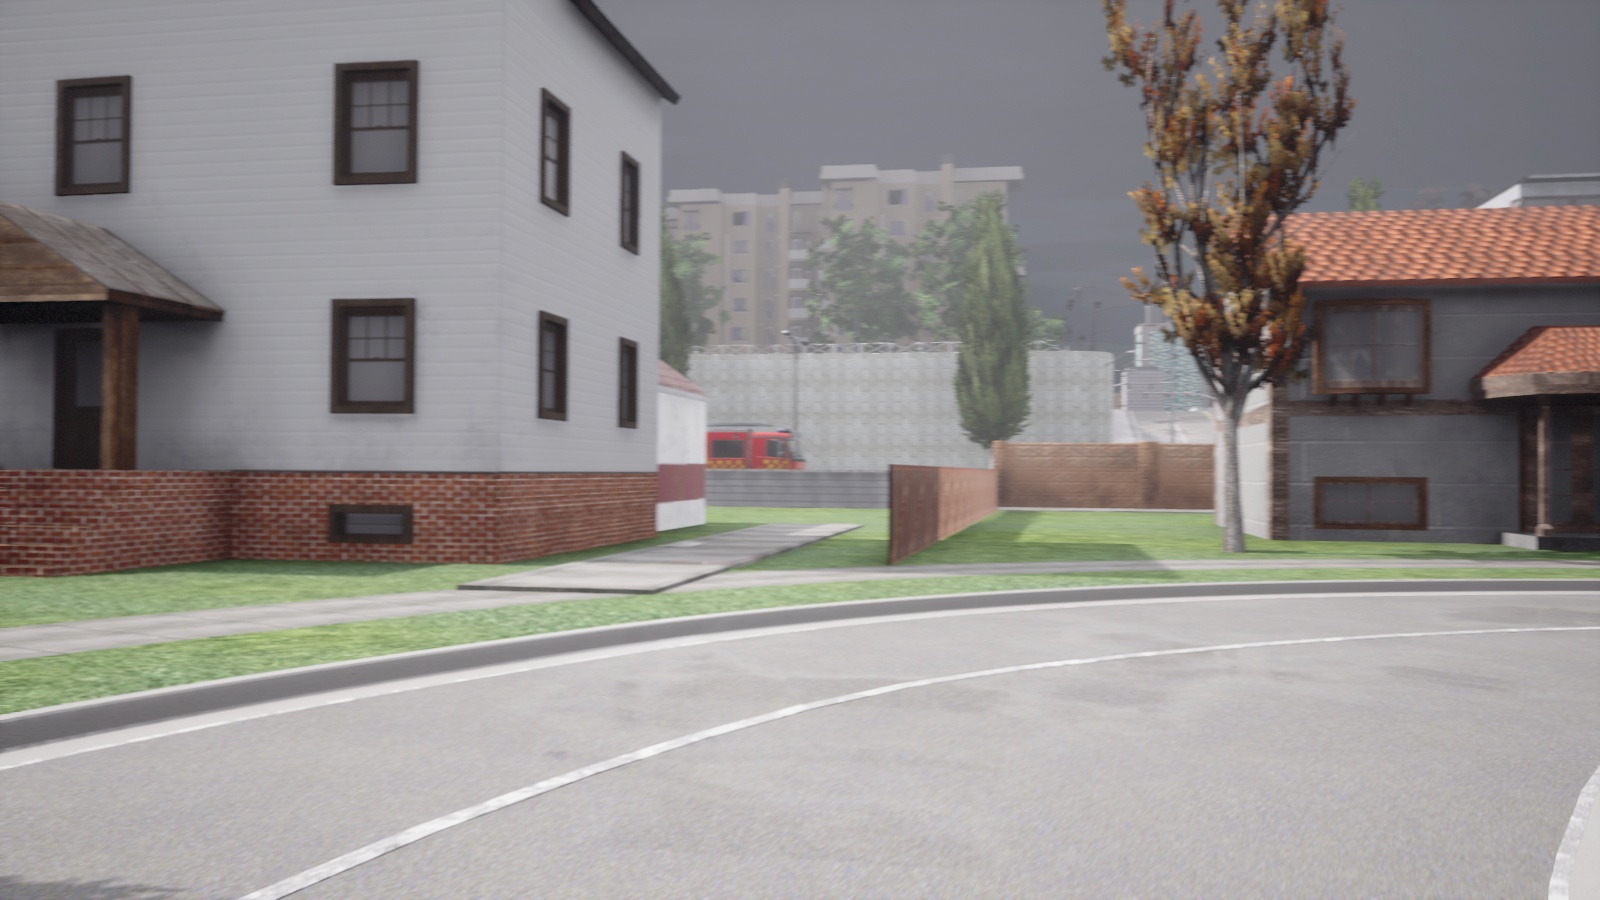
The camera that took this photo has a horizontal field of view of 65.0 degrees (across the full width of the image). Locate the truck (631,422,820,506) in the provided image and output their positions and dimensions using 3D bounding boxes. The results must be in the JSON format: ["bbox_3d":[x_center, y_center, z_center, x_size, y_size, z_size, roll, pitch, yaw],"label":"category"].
[{"bbox_3d":[-3.489,0.660,59.578,8.468,3.827,2.891,0,-1,11],"label":"truck"}]
